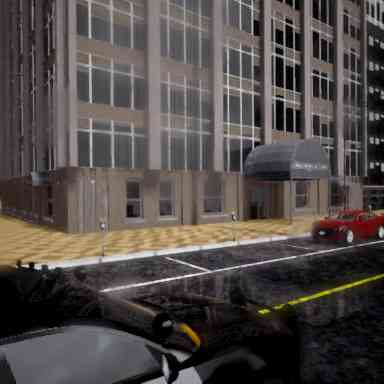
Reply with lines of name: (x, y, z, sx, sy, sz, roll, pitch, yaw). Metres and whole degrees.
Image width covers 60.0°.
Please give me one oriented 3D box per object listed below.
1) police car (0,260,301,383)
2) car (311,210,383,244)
police car: (-1.145, 1.425, 2.618, 5.238, 1.638, 1.930, 0, 0, -36)
car: (7.474, 1.542, 15.764, 4.507, 1.381, 1.887, 0, -1, -35)
